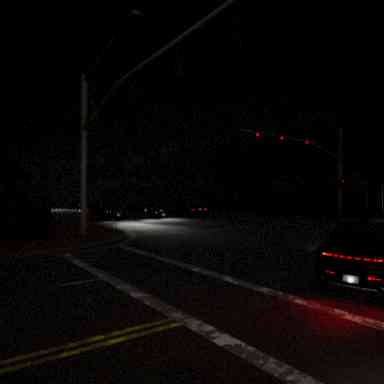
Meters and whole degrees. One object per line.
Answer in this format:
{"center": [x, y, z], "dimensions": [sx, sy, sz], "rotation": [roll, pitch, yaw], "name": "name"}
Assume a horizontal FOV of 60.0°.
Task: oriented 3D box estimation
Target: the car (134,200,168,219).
{"center": [-4.419, 1.517, 29.826], "dimensions": [1.837, 1.490, 4.892], "rotation": [0, 0, -35], "name": "car"}

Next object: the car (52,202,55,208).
{"center": [-20.801, 1.597, 46.900], "dimensions": [1.895, 1.301, 4.718], "rotation": [0, 0, -35], "name": "car"}

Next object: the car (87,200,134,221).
{"center": [-7.024, 1.486, 27.449], "dimensions": [2.128, 1.511, 4.902], "rotation": [0, 0, -35], "name": "car"}

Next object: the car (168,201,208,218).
{"center": [-0.740, 1.578, 31.132], "dimensions": [2.033, 1.411, 5.357], "rotation": [0, 0, -36], "name": "car"}

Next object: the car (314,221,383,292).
{"center": [4.667, 1.524, 8.777], "dimensions": [1.837, 1.490, 4.892], "rotation": [2, 1, 36], "name": "car"}

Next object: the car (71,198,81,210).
{"center": [-14.555, 1.560, 44.112], "dimensions": [2.033, 1.411, 5.357], "rotation": [0, 0, -35], "name": "car"}
